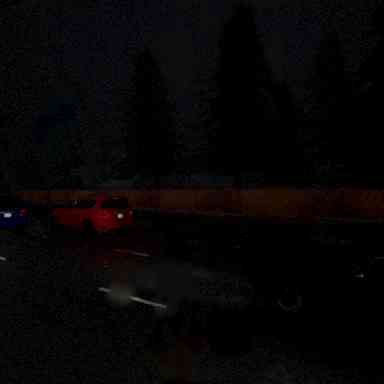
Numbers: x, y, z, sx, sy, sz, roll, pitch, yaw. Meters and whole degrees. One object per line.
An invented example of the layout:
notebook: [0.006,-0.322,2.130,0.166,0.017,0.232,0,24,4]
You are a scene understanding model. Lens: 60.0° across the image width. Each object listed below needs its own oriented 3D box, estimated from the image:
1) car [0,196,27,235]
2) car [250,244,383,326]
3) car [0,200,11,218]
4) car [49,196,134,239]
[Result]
car: [-10.742,1.209,17.698,5.566,2.045,2.150,0,0,43]
car: [3.485,1.611,5.869,4.718,1.301,1.895,0,0,36]
car: [-18.575,1.526,30.909,2.033,1.411,5.357,0,0,-41]
car: [-5.417,1.221,17.555,5.566,2.045,2.150,0,0,41]
